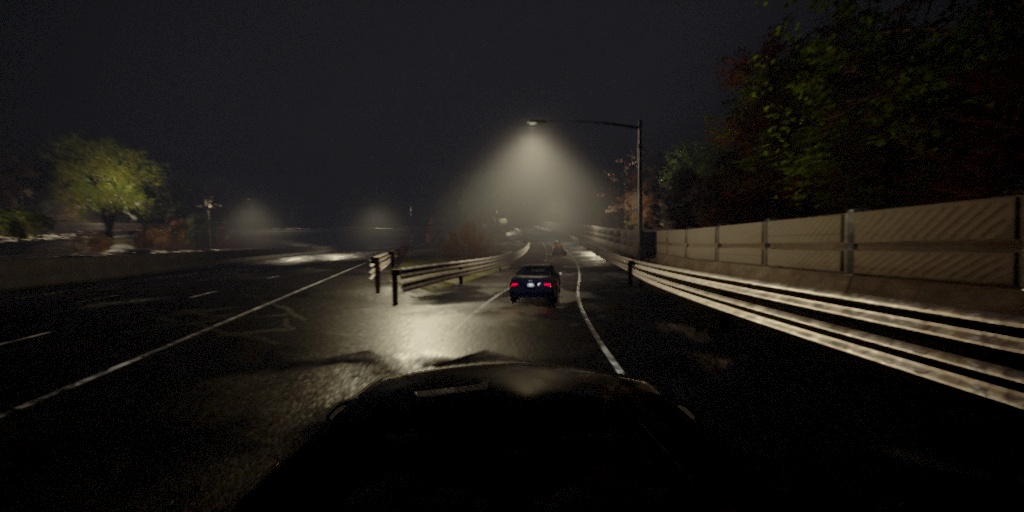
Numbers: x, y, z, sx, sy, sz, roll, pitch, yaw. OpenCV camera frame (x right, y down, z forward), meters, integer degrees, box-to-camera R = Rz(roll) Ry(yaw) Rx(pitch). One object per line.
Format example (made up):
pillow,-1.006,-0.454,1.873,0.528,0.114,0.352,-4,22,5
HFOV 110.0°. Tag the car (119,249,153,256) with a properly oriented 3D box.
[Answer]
car,-43.151,0.067,40.833,2.097,1.767,4.553,-2,2,-15

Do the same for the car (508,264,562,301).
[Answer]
car,1.098,1.033,15.355,2.033,1.411,5.357,0,1,10

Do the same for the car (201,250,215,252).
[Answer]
car,-36.573,0.037,43.360,2.033,1.411,5.357,-2,2,-15

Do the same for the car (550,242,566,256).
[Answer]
car,6.711,-0.766,51.263,1.994,1.385,4.181,-1,5,5

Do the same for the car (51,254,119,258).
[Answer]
car,-31.839,0.696,25.737,2.033,1.411,5.357,-2,2,-15
